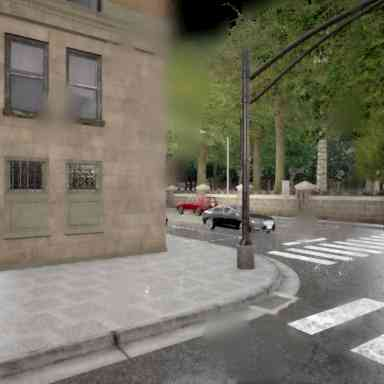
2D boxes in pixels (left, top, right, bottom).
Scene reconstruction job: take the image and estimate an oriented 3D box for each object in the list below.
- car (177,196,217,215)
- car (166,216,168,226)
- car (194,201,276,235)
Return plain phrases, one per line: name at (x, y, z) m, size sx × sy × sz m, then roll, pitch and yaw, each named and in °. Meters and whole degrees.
car at (0.507, 1.285, 31.760) m, size 2.192 × 1.841 × 5.009 m, roll 0°, pitch 0°, yaw -35°
car at (-3.260, 1.544, 22.222) m, size 1.947 × 1.339 × 4.313 m, roll 0°, pitch 0°, yaw -35°
car at (2.516, 1.478, 18.675) m, size 2.128 × 1.511 × 4.902 m, roll 0°, pitch 0°, yaw -34°
